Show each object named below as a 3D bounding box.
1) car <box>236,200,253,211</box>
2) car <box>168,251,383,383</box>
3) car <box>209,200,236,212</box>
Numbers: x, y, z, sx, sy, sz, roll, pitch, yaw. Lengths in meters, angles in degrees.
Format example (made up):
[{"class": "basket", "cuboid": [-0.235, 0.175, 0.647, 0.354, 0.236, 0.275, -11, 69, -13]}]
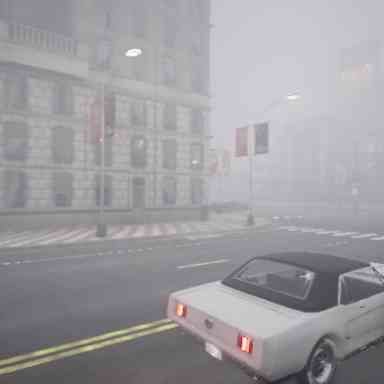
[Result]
[{"class": "car", "cuboid": [6.045, 1.766, 44.289, 1.994, 1.385, 4.181, 0, 0, -36]}, {"class": "car", "cuboid": [2.079, 1.631, 5.275, 4.718, 1.301, 1.895, 0, 0, -35]}, {"class": "car", "cuboid": [2.982, 1.781, 42.548, 1.895, 1.301, 4.718, 0, 0, -36]}]
